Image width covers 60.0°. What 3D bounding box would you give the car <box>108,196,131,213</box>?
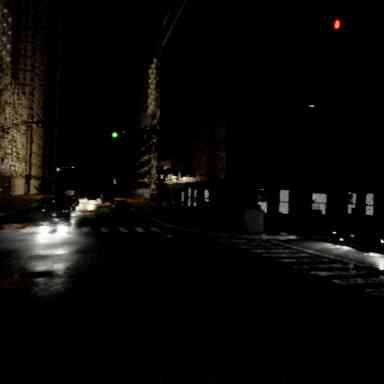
[{"bbox_3d":[-7.636,1.492,35.722,1.947,1.339,4.313,2,0,-17],"label":"car"}]

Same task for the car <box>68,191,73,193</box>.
[{"bbox_3d":[-25.012,0.855,65.057,1.967,1.590,4.097,2,0,-17],"label":"car"}]

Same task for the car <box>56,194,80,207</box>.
[{"bbox_3d":[-12.996,1.243,34.594,1.812,1.442,4.674,2,0,-18],"label":"car"}]

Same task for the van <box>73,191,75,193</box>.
[{"bbox_3d":[-28.278,0.682,75.617,1.690,1.788,3.998,2,0,-17],"label":"van"}]

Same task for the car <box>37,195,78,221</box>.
[{"bbox_3d":[-9.979,1.270,24.802,2.128,1.511,4.902,2,0,-17],"label":"car"}]

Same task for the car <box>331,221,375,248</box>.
[{"bbox_3d":[10.782,2.384,19.273,5.357,1.411,2.033,3,-1,-20],"label":"car"}]

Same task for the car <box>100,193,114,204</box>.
[{"bbox_3d":[-14.214,1.100,56.828,2.192,1.841,5.009,2,0,-17],"label":"car"}]

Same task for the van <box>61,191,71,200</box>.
[{"bbox_3d":[-26.643,0.719,70.337,1.690,1.788,3.998,2,0,-17],"label":"van"}]

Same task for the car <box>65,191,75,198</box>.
[{"bbox_3d":[-31.548,0.582,86.177,2.192,1.841,5.009,2,0,-17],"label":"car"}]

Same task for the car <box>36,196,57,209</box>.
[{"bbox_3d":[-16.840,1.176,38.655,1.802,1.307,4.206,2,0,-17],"label":"car"}]

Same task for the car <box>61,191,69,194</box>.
[{"bbox_3d":[-21.745,1.054,54.496,1.947,1.339,4.313,2,0,-17],"label":"car"}]

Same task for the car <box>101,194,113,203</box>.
[{"bbox_3d":[-15.855,1.188,62.108,1.967,1.590,4.097,2,0,-17],"label":"car"}]

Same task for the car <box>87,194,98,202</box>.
[{"bbox_3d":[-19.425,1.152,65.003,1.812,1.442,4.674,2,0,-17],"label":"car"}]

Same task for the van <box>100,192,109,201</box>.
[{"bbox_3d":[-19.122,1.016,72.669,1.690,1.788,3.998,2,0,-17],"label":"van"}]

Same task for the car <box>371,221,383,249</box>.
[{"bbox_3d":[11.735,2.403,16.163,5.357,1.411,2.033,3,-1,-20],"label":"car"}]
